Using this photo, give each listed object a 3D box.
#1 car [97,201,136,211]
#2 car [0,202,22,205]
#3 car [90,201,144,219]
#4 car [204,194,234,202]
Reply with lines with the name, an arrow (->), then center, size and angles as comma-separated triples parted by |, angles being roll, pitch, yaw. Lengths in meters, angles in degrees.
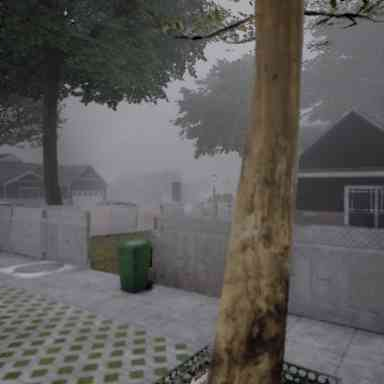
car -> -5.935, 1.523, 26.480 | 1.837, 1.490, 4.892 | 1, 0, 35
car -> -12.756, 1.453, 21.805 | 1.837, 1.490, 4.892 | 1, 0, 35
car -> -6.738, 1.589, 30.428 | 1.895, 1.301, 4.718 | 1, 0, 35
car -> 3.737, 1.280, 45.375 | 2.150, 2.045, 5.566 | 1, 0, 35
